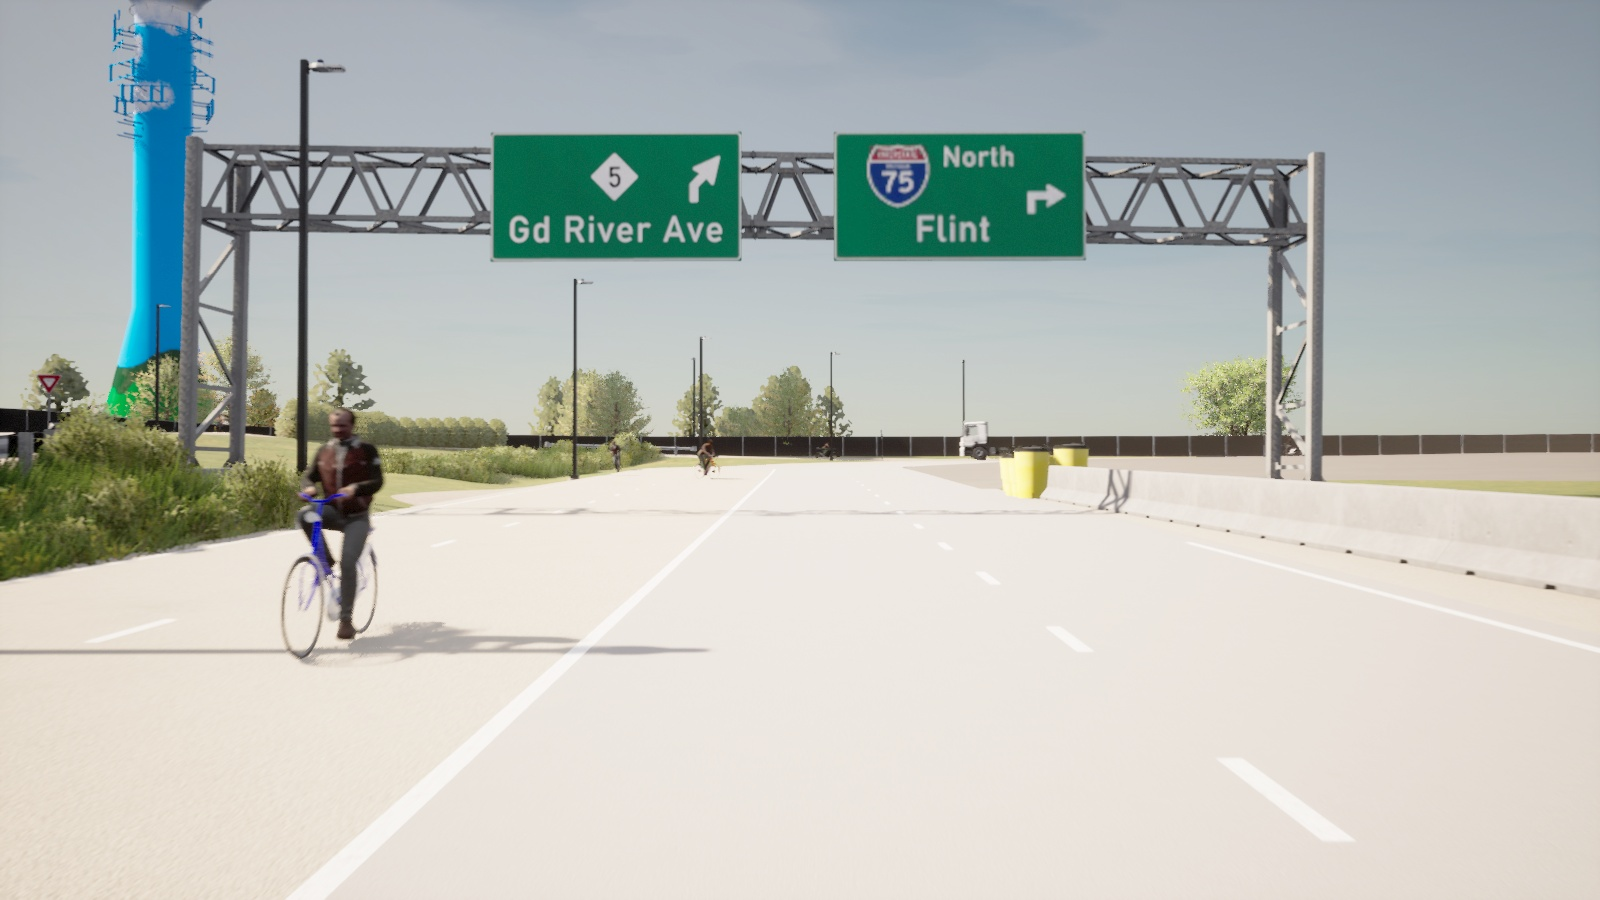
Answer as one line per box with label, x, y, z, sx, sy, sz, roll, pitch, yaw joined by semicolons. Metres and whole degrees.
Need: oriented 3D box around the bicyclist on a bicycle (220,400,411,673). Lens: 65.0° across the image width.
bicyclist on a bicycle;-3.432;0.559;9.082;0.659;1.776;1.843;0;0;0
